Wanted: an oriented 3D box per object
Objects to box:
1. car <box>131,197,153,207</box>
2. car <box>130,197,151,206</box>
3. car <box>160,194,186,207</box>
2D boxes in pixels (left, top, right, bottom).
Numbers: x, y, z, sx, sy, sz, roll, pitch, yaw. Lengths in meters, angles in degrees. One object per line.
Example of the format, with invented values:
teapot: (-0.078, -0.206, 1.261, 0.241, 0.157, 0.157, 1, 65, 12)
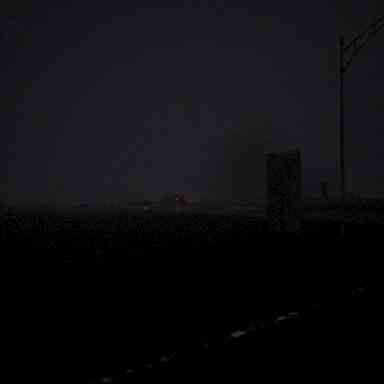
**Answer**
car: (-8.820, 1.903, 57.793, 2.033, 1.411, 5.357, -2, 1, -35)
car: (-10.243, 1.835, 65.820, 2.128, 1.511, 4.902, -2, 1, -36)
car: (-3.213, 1.390, 56.047, 2.150, 2.045, 5.566, -2, 0, -35)
